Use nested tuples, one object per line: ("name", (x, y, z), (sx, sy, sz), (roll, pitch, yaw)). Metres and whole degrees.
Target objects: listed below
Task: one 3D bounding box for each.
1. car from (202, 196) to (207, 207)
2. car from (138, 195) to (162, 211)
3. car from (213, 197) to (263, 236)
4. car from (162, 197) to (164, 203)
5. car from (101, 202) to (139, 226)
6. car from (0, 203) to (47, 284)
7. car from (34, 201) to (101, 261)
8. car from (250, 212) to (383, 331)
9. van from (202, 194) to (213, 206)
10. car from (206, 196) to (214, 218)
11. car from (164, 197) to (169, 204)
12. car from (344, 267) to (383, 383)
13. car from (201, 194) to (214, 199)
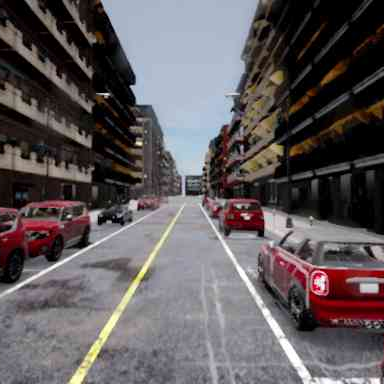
("car", (2.555, 1.552, 39.997), (1.802, 1.307, 4.206), (1, 0, 0))
("car", (-5.285, 1.285, 40.053), (2.192, 1.841, 5.009), (1, 0, 0))
("car", (2.558, 1.291, 17.871), (2.192, 1.841, 5.009), (1, 0, 0))
("car", (-5.290, 1.519, 45.585), (1.887, 1.381, 4.507), (1, 0, 0))
("car", (-5.293, 1.537, 23.464), (1.947, 1.339, 4.313), (1, 0, 0))
("car", (-5.290, 1.305, 6.871), (2.192, 1.841, 5.009), (1, 0, 0))
("car", (-5.289, 1.297, 12.401), (2.192, 1.841, 5.009), (1, 0, 0))
("car", (2.595, 1.430, 6.809), (1.967, 1.590, 4.097), (1, 0, 0))
("van", (2.563, 1.328, 56.592), (1.690, 1.788, 3.998), (1, 0, 0))
("car", (2.556, 1.410, 28.934), (1.967, 1.590, 4.097), (1, 0, 0))
("car", (-5.288, 1.578, 62.179), (1.802, 1.307, 4.206), (1, 0, 0))
("car", (2.584, 1.543, 1.278), (1.887, 1.381, 4.507), (1, 0, 0))
("car", (2.562, 1.295, 51.060), (2.192, 1.841, 5.009), (1, 0, 0))
